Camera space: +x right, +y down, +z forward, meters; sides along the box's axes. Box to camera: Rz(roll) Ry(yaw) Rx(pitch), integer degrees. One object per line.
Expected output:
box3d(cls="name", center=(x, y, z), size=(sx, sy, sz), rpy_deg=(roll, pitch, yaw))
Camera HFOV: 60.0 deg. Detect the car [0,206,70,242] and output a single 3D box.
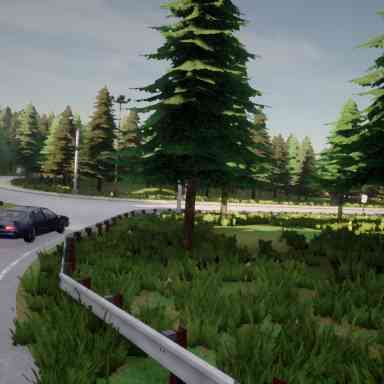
box3d(cls="car", center=(-7.598, 1.372, 15.551), size=(2.033, 1.411, 5.357), rpy_deg=(4, 1, 3))
